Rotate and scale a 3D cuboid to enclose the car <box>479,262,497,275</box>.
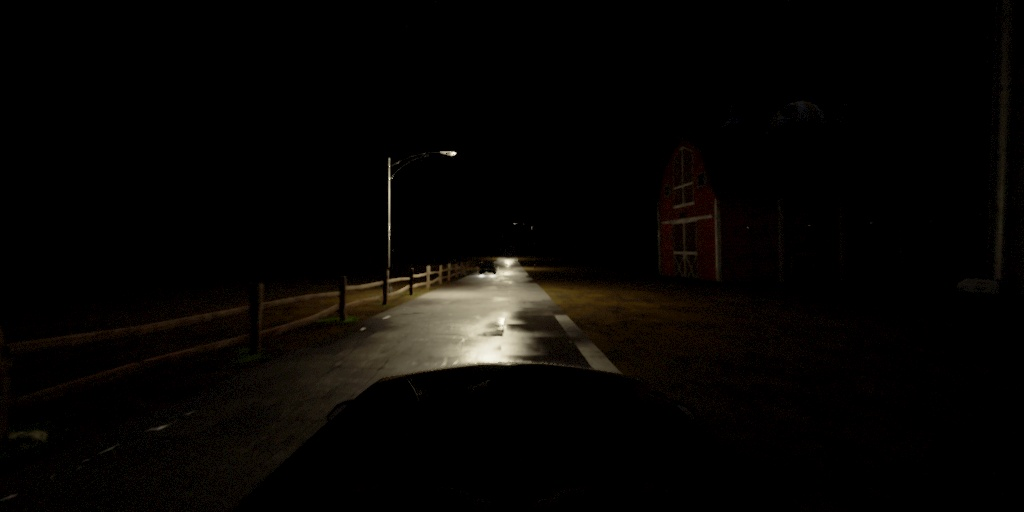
[{"bbox_3d":[-2.768,1.394,41.711,2.033,1.411,5.357,0,0,0],"label":"car"}]
